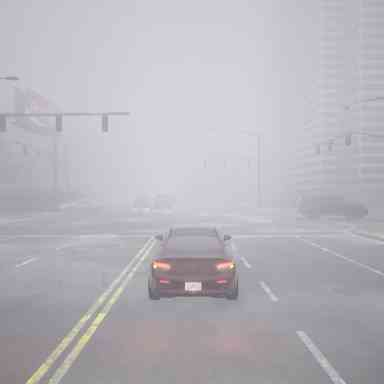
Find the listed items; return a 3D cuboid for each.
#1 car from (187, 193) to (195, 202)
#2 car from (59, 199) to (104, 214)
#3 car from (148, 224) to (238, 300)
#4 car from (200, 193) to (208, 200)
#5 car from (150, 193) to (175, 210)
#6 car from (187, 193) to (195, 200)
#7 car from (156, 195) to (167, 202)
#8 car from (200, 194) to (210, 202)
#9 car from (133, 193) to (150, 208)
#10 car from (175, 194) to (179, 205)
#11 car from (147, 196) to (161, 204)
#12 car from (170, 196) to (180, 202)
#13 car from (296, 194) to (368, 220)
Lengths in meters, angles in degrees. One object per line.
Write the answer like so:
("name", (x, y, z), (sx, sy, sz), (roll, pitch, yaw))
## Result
("car", (-0.308, 1.584, 78.440), (1.895, 1.301, 4.718), (0, 0, 0))
("car", (-11.823, 1.526, 35.702), (4.674, 1.442, 1.812), (0, 1, -33))
("car", (0.033, 1.526, 8.264), (1.812, 1.442, 4.674), (0, 0, 0))
("car", (3.152, 1.184, 88.360), (2.097, 1.767, 4.553), (0, 0, 0))
("car", (-3.768, 1.222, 43.972), (2.150, 2.045, 5.566), (0, 0, 0))
("car", (-0.348, 1.184, 88.345), (2.097, 1.767, 4.553), (0, 0, 0))
("car", (-7.311, 1.519, 79.224), (2.128, 1.511, 4.902), (0, 0, 0))
("car", (3.193, 1.515, 78.072), (2.128, 1.511, 4.902), (0, 0, 0))
("car", (-7.284, 1.352, 48.687), (2.097, 1.767, 4.553), (0, 0, 0))
("car", (-3.799, 1.221, 58.412), (2.150, 2.045, 5.566), (0, 0, 2))
("car", (-7.300, 1.492, 64.007), (2.128, 1.511, 4.902), (0, 0, 0))
("car", (-3.788, 1.552, 73.438), (1.994, 1.385, 4.181), (0, 0, 0))
("car", (11.653, 1.221, 27.921), (5.566, 2.045, 2.150), (0, 1, 5))
